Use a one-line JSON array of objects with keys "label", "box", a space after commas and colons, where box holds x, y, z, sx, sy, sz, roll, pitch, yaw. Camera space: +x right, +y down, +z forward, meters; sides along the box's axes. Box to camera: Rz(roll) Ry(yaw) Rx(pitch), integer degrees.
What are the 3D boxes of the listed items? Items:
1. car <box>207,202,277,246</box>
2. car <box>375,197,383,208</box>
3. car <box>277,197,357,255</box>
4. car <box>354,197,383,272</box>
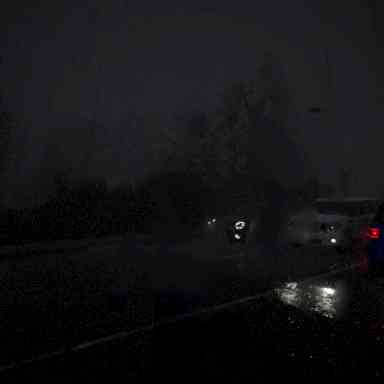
[{"label": "car", "box": [2.825, 1.374, 15.628, 4.553, 1.767, 2.097, 0, 0, -43]}, {"label": "car", "box": [28.440, 1.550, 49.506, 1.837, 1.490, 4.892, 0, 0, 26]}, {"label": "car", "box": [6.117, 1.242, 13.839, 5.566, 2.045, 2.150, 0, 0, -43]}, {"label": "car", "box": [7.113, 1.239, 9.768, 5.566, 2.045, 2.150, 0, 0, -42]}]
